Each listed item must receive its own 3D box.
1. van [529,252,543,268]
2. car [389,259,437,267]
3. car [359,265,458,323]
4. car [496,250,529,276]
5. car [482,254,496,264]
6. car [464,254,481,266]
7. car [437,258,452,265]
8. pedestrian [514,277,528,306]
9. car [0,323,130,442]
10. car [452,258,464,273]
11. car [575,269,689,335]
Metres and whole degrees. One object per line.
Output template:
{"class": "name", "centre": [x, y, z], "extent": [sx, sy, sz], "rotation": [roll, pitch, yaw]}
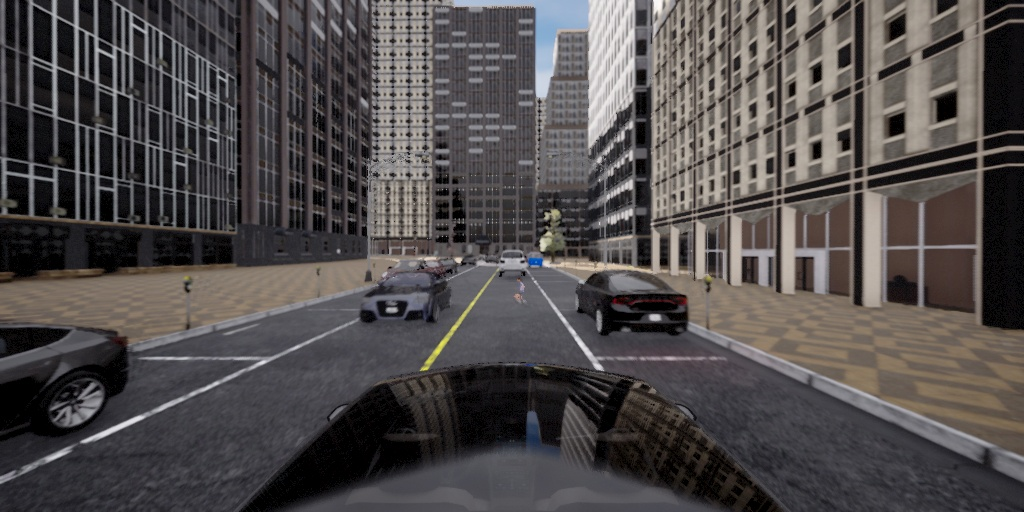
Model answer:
{"class": "van", "centre": [2.712, 0.456, 42.236], "extent": [1.690, 1.789, 3.998], "rotation": [0, 0, 0]}
{"class": "car", "centre": [-5.681, 0.910, 19.679], "extent": [1.967, 1.591, 4.097], "rotation": [0, 0, 0]}
{"class": "car", "centre": [-3.093, 1.166, 11.221], "extent": [1.994, 1.385, 4.181], "rotation": [0, 1, 0]}
{"class": "car", "centre": [0.071, 0.534, 29.838], "extent": [2.150, 2.045, 5.566], "rotation": [0, 1, 0]}
{"class": "car", "centre": [-3.018, 0.428, 54.460], "extent": [1.837, 1.490, 4.892], "rotation": [0, 1, 1]}
{"class": "car", "centre": [-5.667, 0.593, 47.889], "extent": [1.948, 1.339, 4.313], "rotation": [0, 0, 0]}
{"class": "car", "centre": [-5.678, 0.964, 25.321], "extent": [1.802, 1.307, 4.207], "rotation": [0, 0, 0]}
{"class": "pedestrian", "centre": [0.333, 1.248, 13.009], "extent": [0.500, 1.100, 0.500], "rotation": [1, 0, 0]}
{"class": "car", "centre": [-5.690, 1.300, 2.752], "extent": [1.948, 1.339, 4.313], "rotation": [0, 0, 0]}
{"class": "car", "centre": [-5.676, 0.860, 30.963], "extent": [1.948, 1.339, 4.313], "rotation": [0, 0, 0]}
{"class": "car", "centre": [3.003, 1.099, 9.996], "extent": [1.882, 1.535, 5.008], "rotation": [0, 1, 0]}
